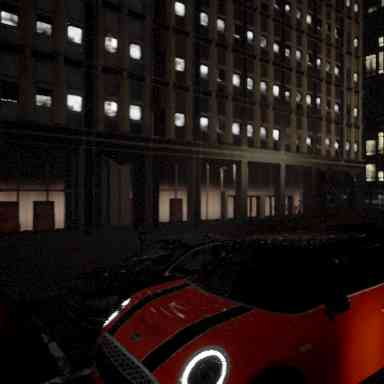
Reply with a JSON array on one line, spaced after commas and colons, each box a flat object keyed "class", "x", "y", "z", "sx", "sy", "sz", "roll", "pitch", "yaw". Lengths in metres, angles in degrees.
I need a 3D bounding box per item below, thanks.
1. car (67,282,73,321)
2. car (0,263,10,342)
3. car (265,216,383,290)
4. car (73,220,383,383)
[{"class": "car", "x": -0.103, "y": 1.551, "z": 6.483, "sx": 4.403, "sy": 1.369, "sz": 2.008, "roll": 0, "pitch": 0, "yaw": -36}, {"class": "car", "x": -4.609, "y": 1.315, "z": 3.266, "sx": 5.009, "sy": 1.841, "sz": 2.192, "roll": 0, "pitch": 0, "yaw": -36}, {"class": "car", "x": 4.404, "y": 1.545, "z": 9.699, "sx": 4.507, "sy": 1.381, "sz": 1.887, "roll": 0, "pitch": 0, "yaw": -36}, {"class": "car", "x": 1.155, "y": 1.352, "z": 4.191, "sx": 4.553, "sy": 1.767, "sz": 2.097, "roll": 0, "pitch": 0, "yaw": -35}]
